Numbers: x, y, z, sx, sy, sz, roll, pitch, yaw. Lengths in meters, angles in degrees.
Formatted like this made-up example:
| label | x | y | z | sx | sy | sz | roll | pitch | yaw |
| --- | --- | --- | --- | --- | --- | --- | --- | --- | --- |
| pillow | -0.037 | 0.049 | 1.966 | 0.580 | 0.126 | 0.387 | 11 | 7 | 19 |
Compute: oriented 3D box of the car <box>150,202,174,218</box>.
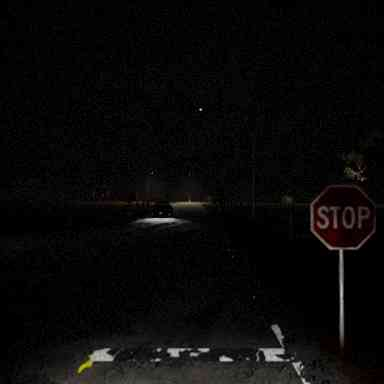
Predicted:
| label | x | y | z | sx | sy | sz | roll | pitch | yaw |
| --- | --- | --- | --- | --- | --- | --- | --- | --- | --- |
| car | -2.721 | 1.640 | 30.715 | 1.994 | 1.385 | 4.181 | 0 | 0 | 0 |
